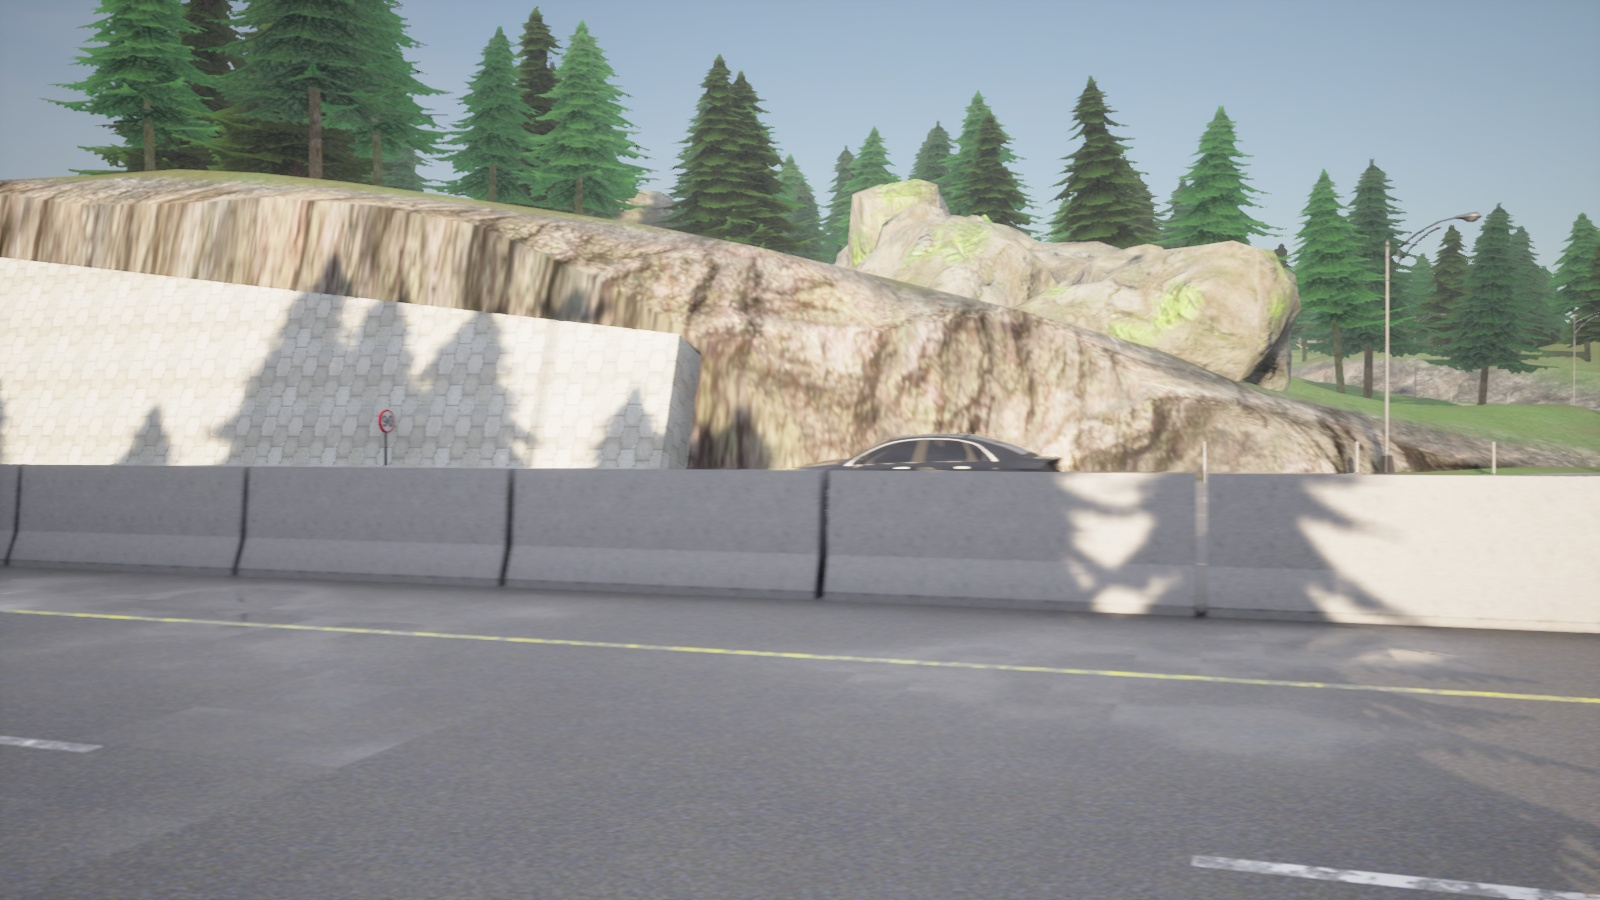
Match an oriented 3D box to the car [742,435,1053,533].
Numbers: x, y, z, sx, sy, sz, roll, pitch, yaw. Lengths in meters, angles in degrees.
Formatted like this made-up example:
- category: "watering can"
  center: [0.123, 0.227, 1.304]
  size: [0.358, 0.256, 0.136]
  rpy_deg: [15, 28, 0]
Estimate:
- category: "car"
  center: [1.649, 0.500, 21.101]
  size: [4.892, 1.490, 1.837]
  rpy_deg: [1, 1, 19]
